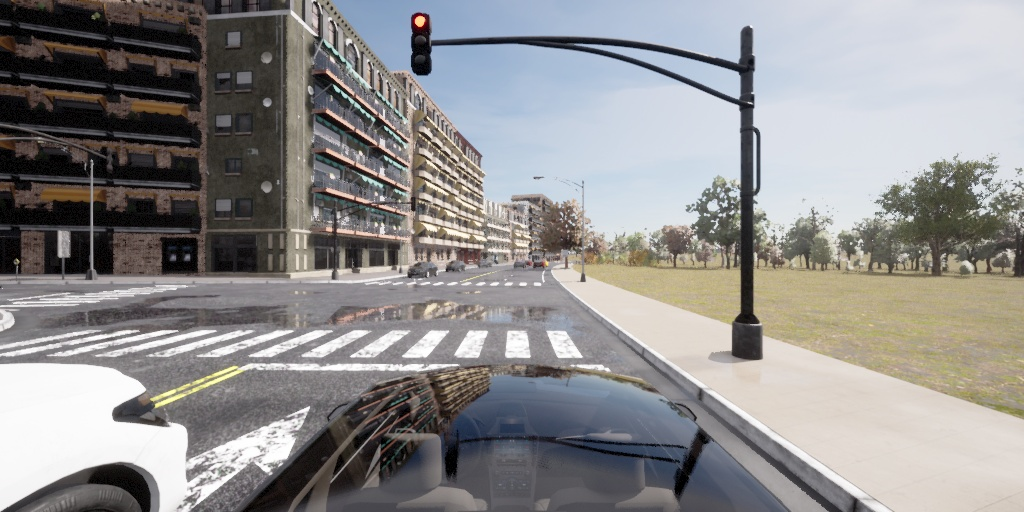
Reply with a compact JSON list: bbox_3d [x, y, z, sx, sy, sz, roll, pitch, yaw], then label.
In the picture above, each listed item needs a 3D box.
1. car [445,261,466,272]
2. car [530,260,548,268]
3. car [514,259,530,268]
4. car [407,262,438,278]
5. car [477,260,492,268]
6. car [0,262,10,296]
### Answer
[{"bbox_3d":[-7.333,1.357,47.009,1.837,1.490,4.892,0,0,6],"label":"car"},{"bbox_3d":[4.878,1.412,63.853,1.882,1.535,5.008,0,0,9],"label":"car"},{"bbox_3d":[1.445,1.423,63.823,2.128,1.511,4.902,0,0,9],"label":"car"},{"bbox_3d":[-8.497,1.312,34.525,1.837,1.490,4.892,0,0,5],"label":"car"},{"bbox_3d":[-4.976,1.426,64.983,2.128,1.511,4.902,0,0,9],"label":"car"},{"bbox_3d":[-23.796,0.913,13.593,5.357,1.411,2.033,1,0,-19],"label":"car"}]
